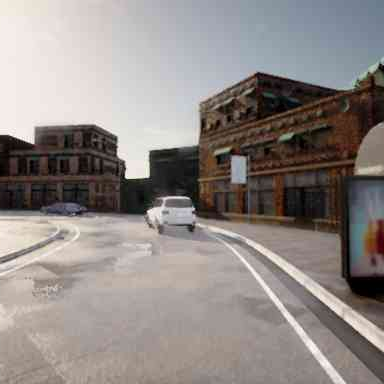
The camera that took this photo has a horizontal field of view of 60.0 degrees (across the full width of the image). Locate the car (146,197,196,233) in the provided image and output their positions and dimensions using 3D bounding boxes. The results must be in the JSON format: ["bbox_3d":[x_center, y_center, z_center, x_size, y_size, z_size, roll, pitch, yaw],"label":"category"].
[{"bbox_3d":[-1.409,1.332,20.653,2.150,2.045,5.566,1,-1,-17],"label":"car"}]

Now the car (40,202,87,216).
[{"bbox_3d":[-13.579,1.771,35.169,5.357,1.411,2.033,0,-2,28],"label":"car"}]
